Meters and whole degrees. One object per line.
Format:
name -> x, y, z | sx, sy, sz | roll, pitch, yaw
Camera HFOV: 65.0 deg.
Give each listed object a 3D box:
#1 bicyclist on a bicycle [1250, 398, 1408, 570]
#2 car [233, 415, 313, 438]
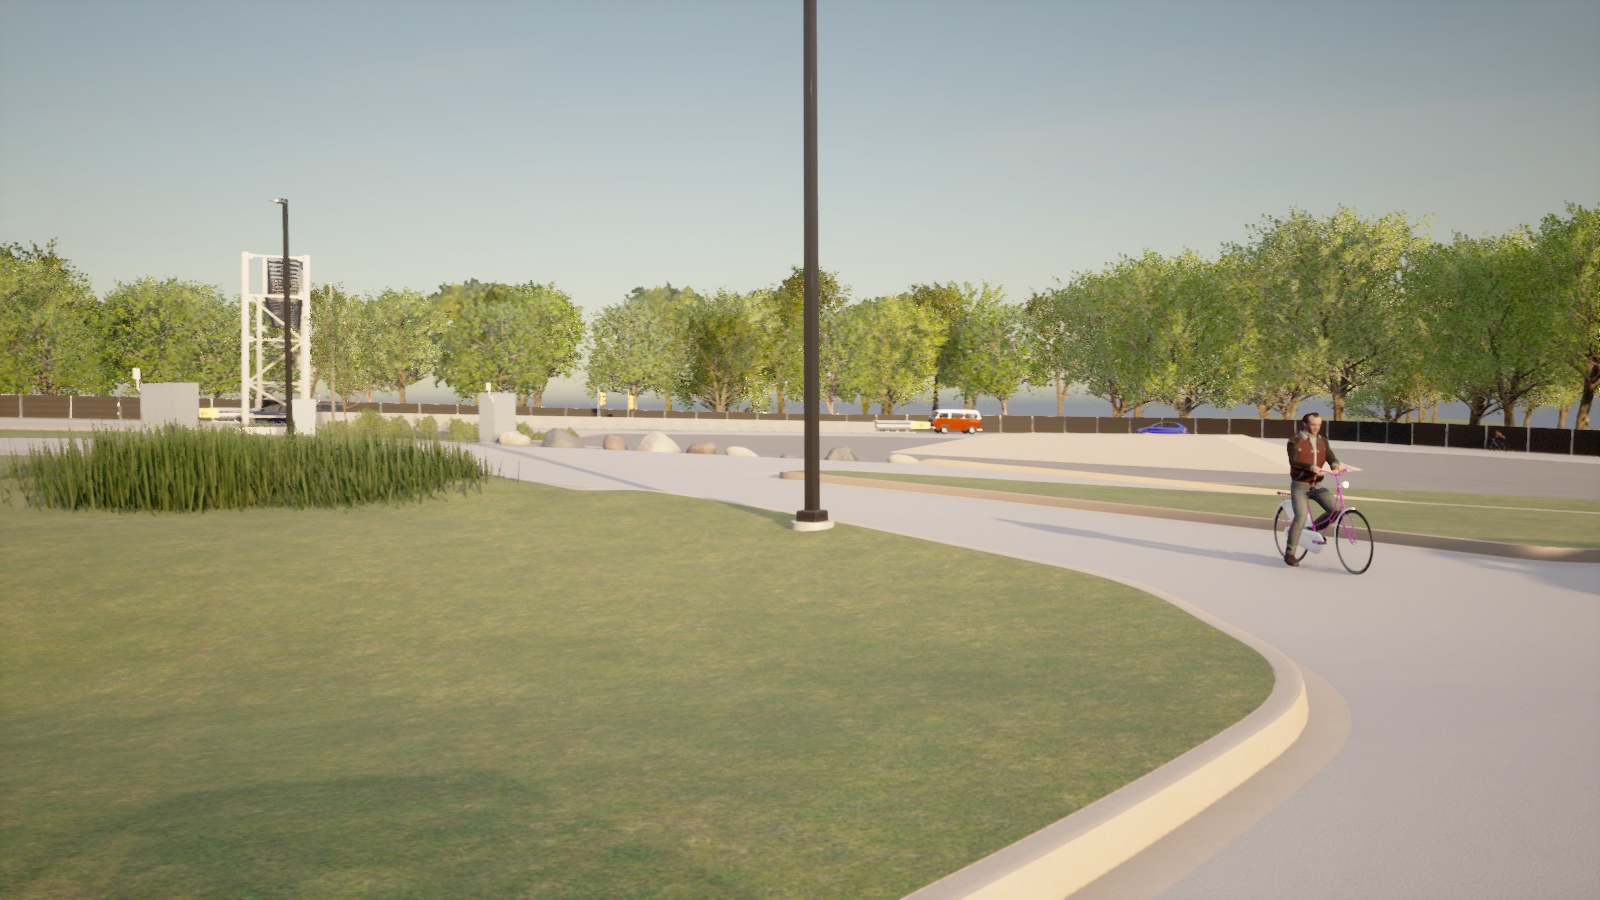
bicyclist on a bicycle -> 5.858, 0.334, 14.034 | 0.659, 1.776, 1.843 | -2, 1, -12
car -> -34.941, -1.567, 83.365 | 4.792, 1.488, 2.163 | -1, 2, -22
